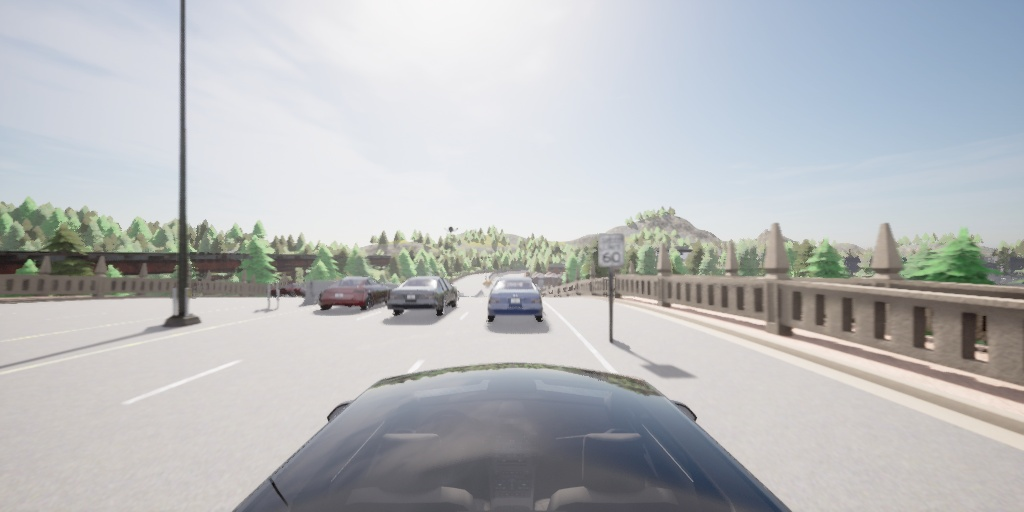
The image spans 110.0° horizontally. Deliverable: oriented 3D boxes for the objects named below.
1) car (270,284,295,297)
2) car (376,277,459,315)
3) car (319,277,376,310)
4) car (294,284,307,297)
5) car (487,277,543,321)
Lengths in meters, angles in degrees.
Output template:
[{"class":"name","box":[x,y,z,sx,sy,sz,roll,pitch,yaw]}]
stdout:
[{"class":"car","box":[-21.055,3.355,34.597,1.895,1.301,4.718,0,-7,1]},{"class":"car","box":[-3.402,1.548,14.596,2.033,1.411,5.357,0,-3,0]},{"class":"car","box":[-6.902,1.650,16.336,1.994,1.385,4.181,0,-3,0]},{"class":"car","box":[-17.572,3.104,33.193,1.812,1.442,4.674,0,-7,0]},{"class":"car","box":[0.099,1.487,13.173,2.033,1.411,5.357,0,-2,0]}]
